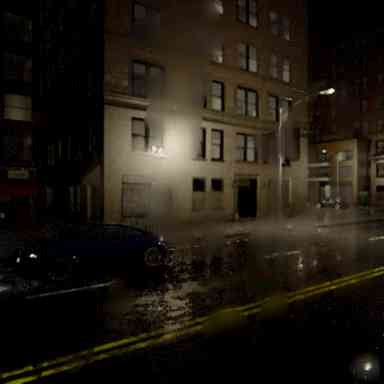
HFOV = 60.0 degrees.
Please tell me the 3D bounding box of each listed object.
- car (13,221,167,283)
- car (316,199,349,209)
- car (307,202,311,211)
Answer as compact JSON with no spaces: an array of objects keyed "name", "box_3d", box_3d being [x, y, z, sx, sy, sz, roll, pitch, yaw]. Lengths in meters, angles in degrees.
[{"name":"car","box_3d":[-2.814,1.562,9.680,4.181,1.385,1.994,0,0,-36]},{"name":"car","box_3d":[18.694,1.546,44.397,1.947,1.339,4.313,0,0,-36]},{"name":"car","box_3d":[12.167,1.396,39.728,1.967,1.590,4.097,0,0,-36]}]
